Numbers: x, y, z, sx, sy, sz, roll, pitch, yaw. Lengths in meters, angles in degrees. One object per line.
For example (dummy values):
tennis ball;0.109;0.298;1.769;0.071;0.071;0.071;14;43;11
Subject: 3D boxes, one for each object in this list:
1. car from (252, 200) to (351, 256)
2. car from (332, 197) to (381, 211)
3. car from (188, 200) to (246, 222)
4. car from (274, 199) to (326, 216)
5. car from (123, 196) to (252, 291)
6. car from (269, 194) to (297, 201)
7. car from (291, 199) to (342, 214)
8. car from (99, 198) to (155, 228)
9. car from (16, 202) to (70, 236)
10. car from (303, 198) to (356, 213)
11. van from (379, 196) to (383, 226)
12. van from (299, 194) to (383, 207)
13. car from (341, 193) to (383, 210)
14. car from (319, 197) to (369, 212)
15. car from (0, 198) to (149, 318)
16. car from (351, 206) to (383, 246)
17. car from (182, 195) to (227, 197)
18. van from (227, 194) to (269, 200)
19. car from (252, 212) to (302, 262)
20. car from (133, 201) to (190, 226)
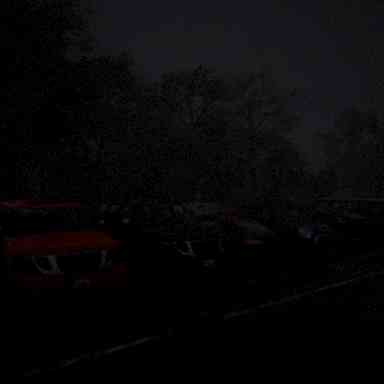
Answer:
car;3.304;1.361;12.935;2.185;1.767;4.553;0;0;-36
car;20.183;1.446;41.050;2.231;1.521;4.892;0;0;-36
car;2.006;1.493;28.280;1.946;1.575;5.366;0;0;-36
car;11.127;1.524;34.613;2.163;1.488;4.792;0;0;-36
car;-1.220;1.230;9.624;2.435;2.045;5.566;0;0;-36
car;6.612;1.250;31.382;2.435;2.045;5.566;0;0;-36
car;13.425;1.519;36.186;2.163;1.488;4.792;0;0;-36
car;-4.677;1.362;23.307;2.185;1.767;4.553;0;0;-36
car;-9.065;1.479;19.902;1.946;1.575;5.366;0;0;-36
car;15.554;1.473;37.973;1.946;1.575;5.366;0;0;-36
van;14.652;1.275;21.160;1.878;1.987;4.442;0;0;-36
van;7.814;1.267;16.267;1.878;1.987;4.442;0;0;-36
car;22.451;1.175;42.645;2.435;2.045;5.566;0;0;-36
car;17.923;1.462;39.434;2.097;1.535;5.008;0;0;-36
car;-3.500;1.227;7.993;2.435;2.045;5.566;0;0;-36
car;5.606;1.491;14.536;2.231;1.521;4.892;0;0;-36
car;-0.160;1.242;26.537;2.435;2.045;5.566;0;0;-36
van;4.303;1.273;29.838;1.878;1.987;4.442;0;0;-36
car;1.044;1.524;11.276;2.002;1.452;4.674;0;0;-36
car;-2.383;1.520;24.875;2.163;1.488;4.792;0;0;-36
